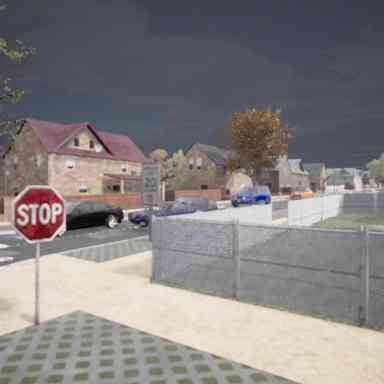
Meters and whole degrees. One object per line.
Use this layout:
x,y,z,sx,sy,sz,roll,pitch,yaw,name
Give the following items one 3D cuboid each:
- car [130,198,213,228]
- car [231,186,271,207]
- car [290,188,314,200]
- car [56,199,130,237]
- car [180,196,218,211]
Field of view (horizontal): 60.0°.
-1.111,1.235,18.287,1.895,1.301,4.718,1,2,37,car
5.975,0.435,33.068,2.150,2.045,5.566,1,2,36,car
15.178,0.198,45.878,2.097,1.767,4.553,1,2,35,car
-5.703,1.167,16.599,1.882,1.535,5.008,1,2,34,car
-0.102,1.007,24.539,2.033,1.411,5.357,1,2,35,car
